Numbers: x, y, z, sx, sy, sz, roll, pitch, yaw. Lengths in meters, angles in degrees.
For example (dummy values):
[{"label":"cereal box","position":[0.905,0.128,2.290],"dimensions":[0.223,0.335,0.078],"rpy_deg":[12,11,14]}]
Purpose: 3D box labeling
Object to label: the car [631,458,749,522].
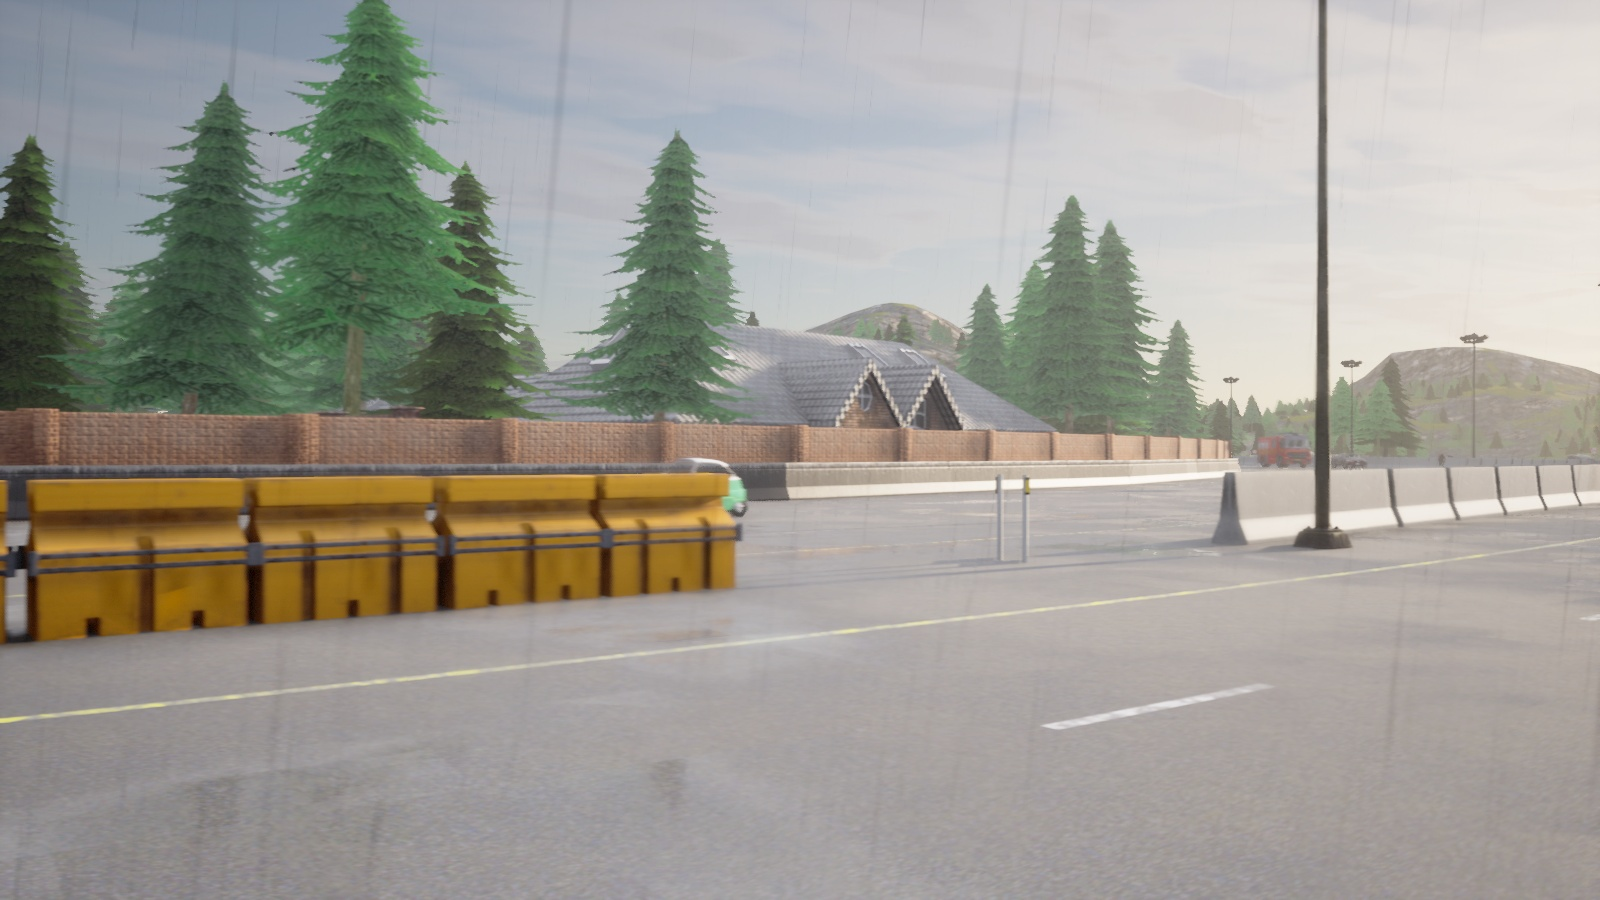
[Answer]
[{"label":"car","position":[-2.488,0.876,28.480],"dimensions":[2.207,1.376,1.481],"rpy_deg":[0,0,-41]}]
